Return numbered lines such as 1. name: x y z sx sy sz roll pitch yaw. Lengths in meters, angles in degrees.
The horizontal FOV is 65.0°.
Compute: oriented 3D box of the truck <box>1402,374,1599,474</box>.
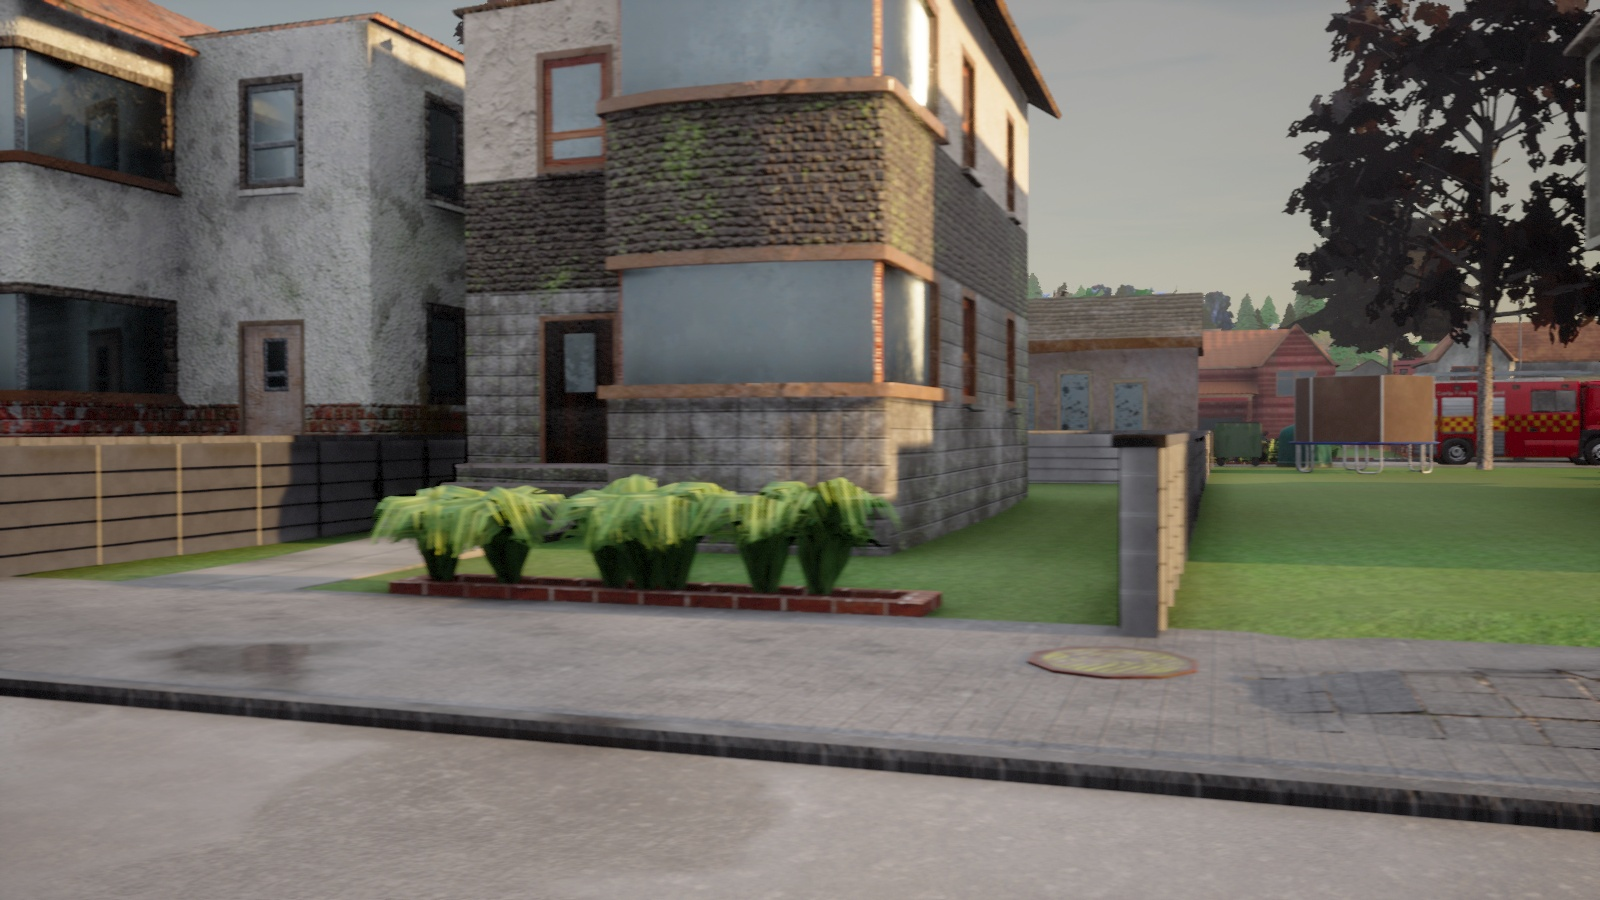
1. truck: 29.056 -1.042 50.402 8.468 3.827 2.891 0 1 19
